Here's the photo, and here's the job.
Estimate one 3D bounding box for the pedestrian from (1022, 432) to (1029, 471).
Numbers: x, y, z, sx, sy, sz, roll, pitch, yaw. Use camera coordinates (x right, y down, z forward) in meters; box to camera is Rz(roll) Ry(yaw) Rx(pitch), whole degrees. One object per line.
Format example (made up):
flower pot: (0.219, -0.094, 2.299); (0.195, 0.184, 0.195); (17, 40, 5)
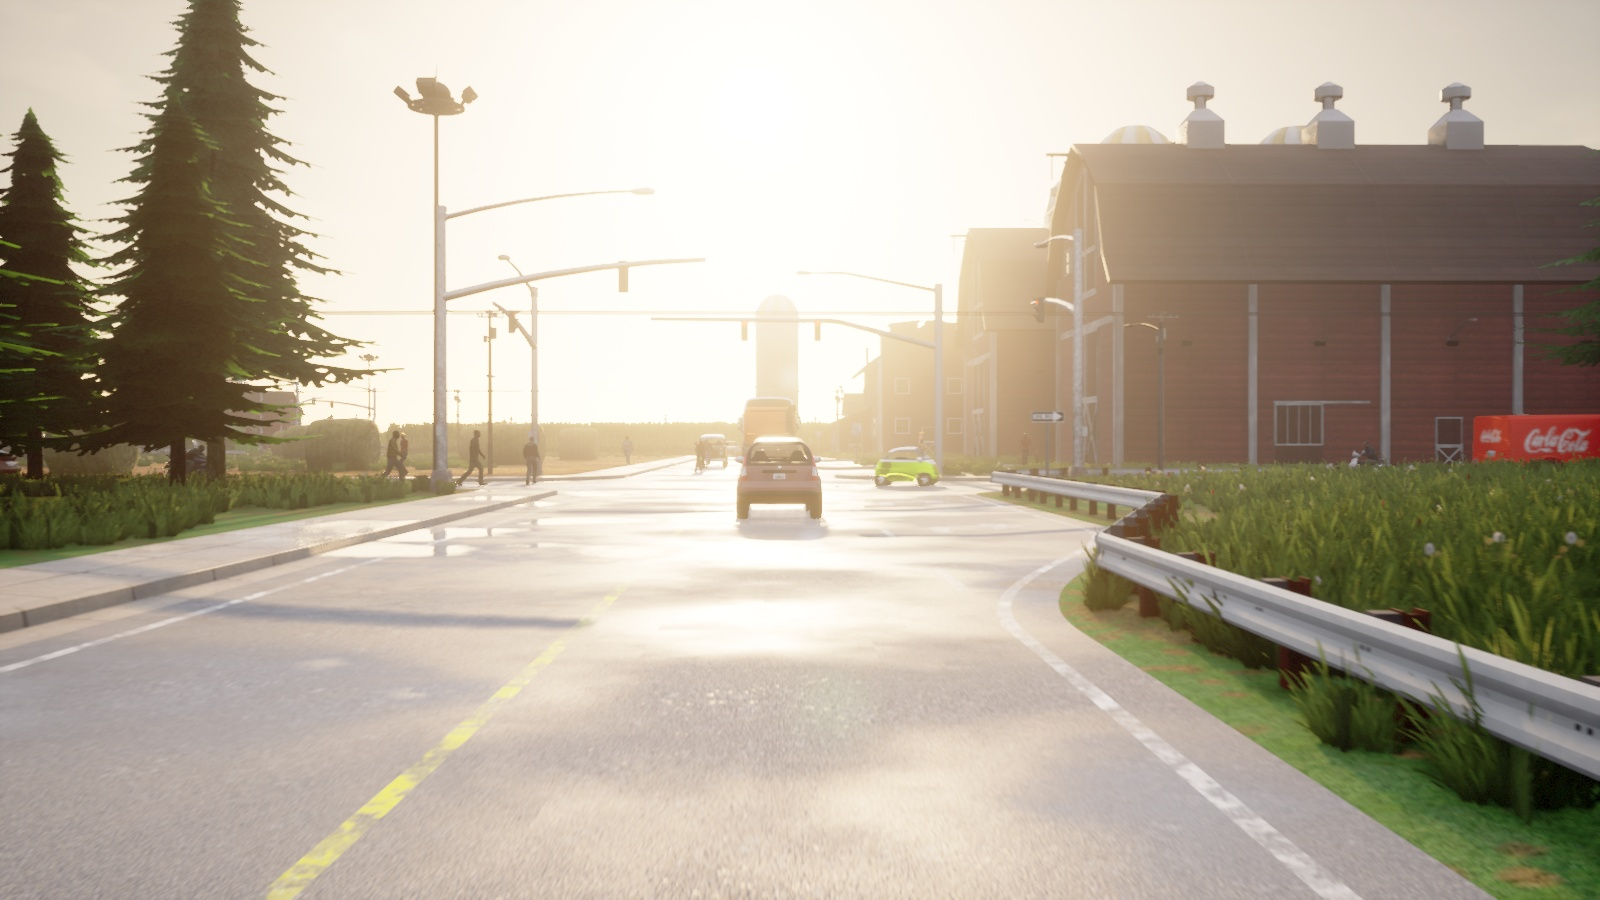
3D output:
pedestrian: (10.770, 0.059, 59.962); (0.331, 1.846, 0.636); (0, 0, 10)

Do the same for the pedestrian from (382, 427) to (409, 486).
pedestrian: (-12.631, 0.198, 39.189); (0.726, 1.835, 0.370); (0, 0, -3)

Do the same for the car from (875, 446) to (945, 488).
car: (3.804, 0.577, 43.339); (2.207, 1.376, 1.481); (0, 1, 13)

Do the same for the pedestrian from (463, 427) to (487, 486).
pedestrian: (-10.151, 0.199, 39.234); (0.703, 1.840, 0.431); (0, 0, -11)

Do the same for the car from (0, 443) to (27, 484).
car: (-31.335, 0.492, 45.937); (4.792, 1.488, 2.163); (0, 0, -1)

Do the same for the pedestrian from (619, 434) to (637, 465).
pedestrian: (-10.597, -0.037, 77.214); (0.874, 1.855, 0.900); (0, 0, 9)

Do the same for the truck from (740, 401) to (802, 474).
truck: (-1.494, -0.614, 63.776); (2.891, 3.462, 7.936); (-1, 0, -2)

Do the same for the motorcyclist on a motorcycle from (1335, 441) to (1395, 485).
motorcyclist on a motorcycle: (20.879, 0.480, 46.441); (1.817, 1.590, 0.866); (0, 0, -1)

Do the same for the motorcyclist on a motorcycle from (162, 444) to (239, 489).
motorcyclist on a motorcycle: (-20.295, 0.554, 42.544); (2.191, 1.530, 0.866); (0, 0, -1)

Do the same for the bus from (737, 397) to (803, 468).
bus: (-1.941, -1.090, 79.946); (3.944, 4.253, 10.273); (0, 1, -2)

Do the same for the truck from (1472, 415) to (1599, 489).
truck: (26.318, 0.063, 42.991); (5.204, 2.467, 2.627); (0, 0, -1)

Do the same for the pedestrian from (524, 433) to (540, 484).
pedestrian: (-9.751, 0.301, 45.697); (0.376, 1.854, 0.720); (0, 0, 4)

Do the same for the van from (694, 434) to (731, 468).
van: (-5.370, 0.024, 77.268); (2.069, 2.038, 4.480); (0, 1, -2)

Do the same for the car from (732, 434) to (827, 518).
car: (-0.456, 0.495, 26.428); (1.851, 1.617, 3.988); (0, 0, -2)

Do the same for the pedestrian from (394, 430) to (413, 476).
pedestrian: (-16.134, 0.119, 51.082); (0.636, 1.846, 0.331); (0, 0, 6)
